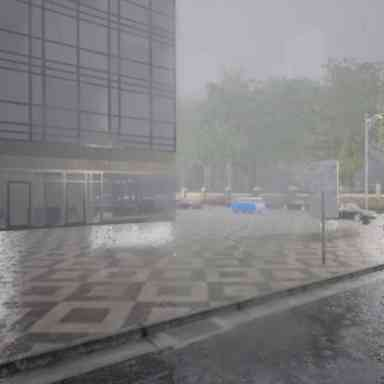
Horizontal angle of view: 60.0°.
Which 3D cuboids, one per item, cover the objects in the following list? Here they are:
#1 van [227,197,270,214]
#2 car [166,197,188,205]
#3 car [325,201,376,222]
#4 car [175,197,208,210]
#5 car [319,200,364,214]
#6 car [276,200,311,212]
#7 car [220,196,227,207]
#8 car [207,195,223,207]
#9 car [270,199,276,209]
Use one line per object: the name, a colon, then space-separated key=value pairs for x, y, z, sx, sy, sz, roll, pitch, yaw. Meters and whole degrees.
van: x=6.054 y=1.466 z=35.804 sx=1.690 sy=1.788 sz=3.998 roll=-1 pitch=0 yaw=-35
car: x=-2.890 y=1.673 z=63.310 sx=1.887 sy=1.381 sz=4.507 roll=0 pitch=0 yaw=-35
car: x=12.421 y=1.617 z=26.771 sx=2.008 sy=1.369 sz=4.403 roll=-1 pitch=0 yaw=-35
car: x=-0.308 y=1.709 z=44.840 sx=1.887 sy=1.381 sz=4.507 roll=-1 pitch=0 yaw=-35
car: x=16.203 y=1.621 z=36.207 sx=1.802 sy=1.307 sz=4.206 roll=-1 pitch=0 yaw=-35
car: x=13.021 y=1.616 z=40.724 sx=2.008 sy=1.369 sz=4.403 roll=-1 pitch=0 yaw=-35
car: x=6.656 y=1.687 z=49.759 sx=1.802 sy=1.307 sz=4.206 roll=-1 pitch=0 yaw=-35
car: x=3.472 y=1.433 z=54.275 sx=2.192 sy=1.841 sz=5.009 roll=-1 pitch=0 yaw=-35
car: x=9.837 y=1.654 z=45.240 sx=1.947 sy=1.339 sz=4.313 roll=-1 pitch=0 yaw=-35
